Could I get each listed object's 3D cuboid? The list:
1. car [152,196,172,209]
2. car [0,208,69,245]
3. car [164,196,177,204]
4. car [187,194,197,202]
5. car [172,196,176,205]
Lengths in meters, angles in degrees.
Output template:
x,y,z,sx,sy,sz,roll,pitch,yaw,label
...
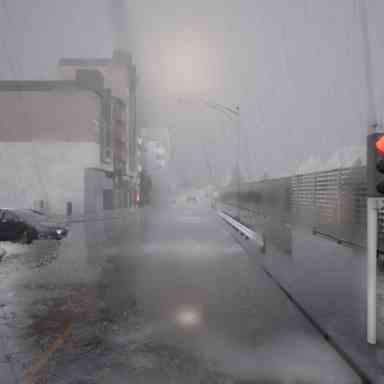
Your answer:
x,y,z,sx,sy,sz,roll,pitch,yaw,label
-4.116,1.505,44.346,1.837,1.490,4.892,0,0,0,car
-7.861,1.507,15.420,4.892,1.490,1.837,-1,-2,27,car
-4.077,1.491,64.827,2.128,1.511,4.902,0,0,0,car
-0.038,1.355,76.616,2.097,1.767,4.553,0,0,0,car
-4.113,1.477,54.579,1.882,1.535,5.008,0,0,0,car
